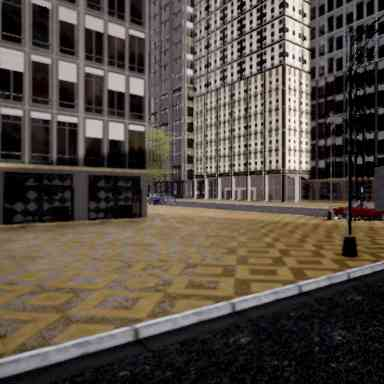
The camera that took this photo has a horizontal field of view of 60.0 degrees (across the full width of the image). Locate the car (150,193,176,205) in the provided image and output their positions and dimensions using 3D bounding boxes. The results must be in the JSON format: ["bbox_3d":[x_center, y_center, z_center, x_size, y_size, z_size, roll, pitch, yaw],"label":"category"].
[{"bbox_3d":[-4.217,0.948,47.929,2.097,1.767,4.553,0,0,-37],"label":"car"}]

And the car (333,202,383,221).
[{"bbox_3d":[13.156,1.446,24.637,1.895,1.301,4.718,0,1,-37],"label":"car"}]
